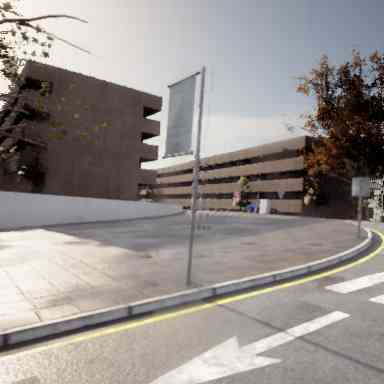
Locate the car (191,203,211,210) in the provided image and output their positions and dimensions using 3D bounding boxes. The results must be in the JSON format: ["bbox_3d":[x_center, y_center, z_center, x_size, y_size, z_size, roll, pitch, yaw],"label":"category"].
[{"bbox_3d":[1.551,2.693,58.484,2.097,1.767,4.553,5,-6,-25],"label":"car"}]

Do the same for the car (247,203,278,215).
[{"bbox_3d":[8.894,2.140,42.313,1.882,1.535,5.008,5,-3,-23],"label":"car"}]
